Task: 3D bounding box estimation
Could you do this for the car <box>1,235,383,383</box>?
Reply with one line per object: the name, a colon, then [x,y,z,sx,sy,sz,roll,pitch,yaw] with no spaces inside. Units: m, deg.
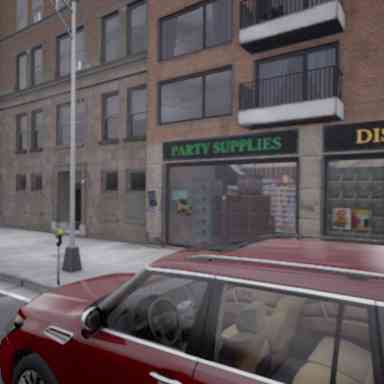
car: [0.484,1.314,2.720,5.009,1.841,2.192,0,1,35]
